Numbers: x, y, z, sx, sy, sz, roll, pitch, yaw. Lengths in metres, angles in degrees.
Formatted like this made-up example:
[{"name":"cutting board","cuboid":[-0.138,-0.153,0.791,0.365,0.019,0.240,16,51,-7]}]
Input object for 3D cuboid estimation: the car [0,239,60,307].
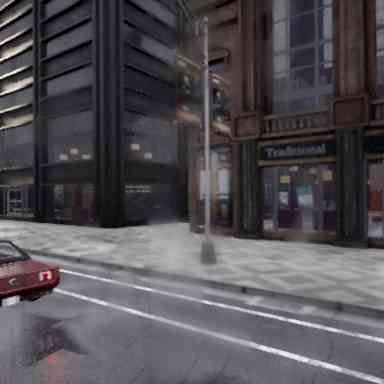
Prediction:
[{"name":"car","cuboid":[-5.015,1.673,7.209,4.718,1.301,1.895,-1,0,35]}]
